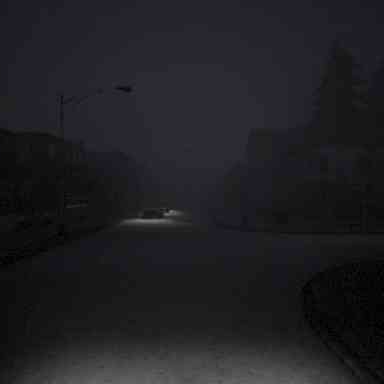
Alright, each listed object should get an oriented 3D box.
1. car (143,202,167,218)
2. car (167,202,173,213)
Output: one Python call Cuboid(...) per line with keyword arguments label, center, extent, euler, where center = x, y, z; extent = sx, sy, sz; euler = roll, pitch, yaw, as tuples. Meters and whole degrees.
Cuboid(label="car", center=(-4.101, 1.944, 35.882), extent=(1.882, 1.535, 5.008), euler=(0, -1, 0))
Cuboid(label="car", center=(-4.100, 2.101, 45.851), extent=(1.837, 1.490, 4.892), euler=(0, -1, 0))
